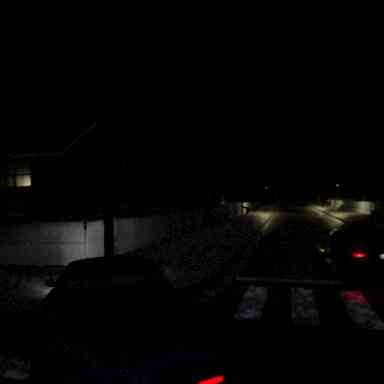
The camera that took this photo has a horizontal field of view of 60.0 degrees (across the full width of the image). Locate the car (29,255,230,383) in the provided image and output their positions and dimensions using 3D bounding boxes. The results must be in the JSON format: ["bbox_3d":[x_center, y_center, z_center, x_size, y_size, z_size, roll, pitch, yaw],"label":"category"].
[{"bbox_3d":[-1.168,1.687,4.875,2.033,1.411,5.357,-1,-1,-18],"label":"car"}]

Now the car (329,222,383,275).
[{"bbox_3d":[5.540,1.666,10.551,2.033,1.411,5.357,-2,-1,18],"label":"car"}]
